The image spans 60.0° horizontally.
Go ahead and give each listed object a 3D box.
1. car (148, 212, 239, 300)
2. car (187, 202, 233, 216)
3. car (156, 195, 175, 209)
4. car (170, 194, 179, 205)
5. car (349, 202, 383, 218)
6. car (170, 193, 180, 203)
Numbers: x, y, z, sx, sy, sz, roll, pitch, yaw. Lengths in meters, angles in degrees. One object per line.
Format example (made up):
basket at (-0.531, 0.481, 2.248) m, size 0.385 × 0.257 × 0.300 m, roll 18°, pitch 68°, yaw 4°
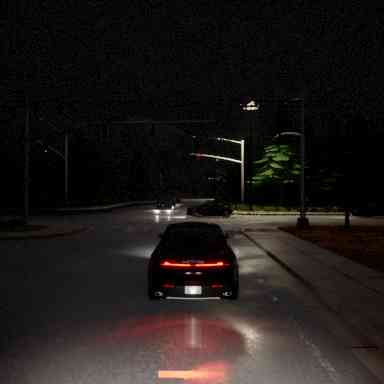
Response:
car at (0.039, 1.501, 8.375) m, size 1.837 × 1.490 × 4.892 m, roll 0°, pitch 0°, yaw 0°
car at (1.578, 1.580, 29.749) m, size 4.181 × 1.385 × 1.994 m, roll 0°, pitch 0°, yaw 1°
car at (-3.647, 1.505, 44.317) m, size 1.837 × 1.490 × 4.892 m, roll 0°, pitch 0°, yaw 0°
car at (-3.642, 1.547, 54.764) m, size 2.033 × 1.411 × 5.357 m, roll 0°, pitch 0°, yaw 0°
car at (16.768, 1.574, 29.491) m, size 5.357 × 1.411 × 2.033 m, roll 0°, pitch 0°, yaw 1°
car at (-3.507, 1.221, 65.395) m, size 2.150 × 2.045 × 5.566 m, roll 0°, pitch 0°, yaw 1°
